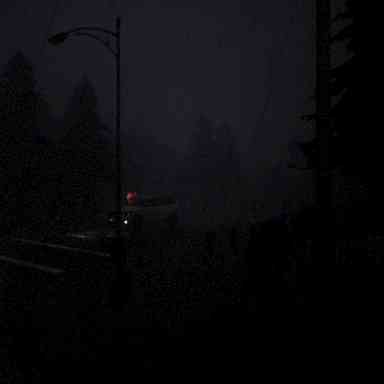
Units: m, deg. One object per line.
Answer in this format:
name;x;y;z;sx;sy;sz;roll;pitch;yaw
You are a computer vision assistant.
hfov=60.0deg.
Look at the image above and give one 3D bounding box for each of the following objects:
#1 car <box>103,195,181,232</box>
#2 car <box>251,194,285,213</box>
car;-2.958;1.236;20.952;2.150;2.045;5.566;0;0;35
car;8.631;1.239;37.382;2.150;2.045;5.566;0;0;35
